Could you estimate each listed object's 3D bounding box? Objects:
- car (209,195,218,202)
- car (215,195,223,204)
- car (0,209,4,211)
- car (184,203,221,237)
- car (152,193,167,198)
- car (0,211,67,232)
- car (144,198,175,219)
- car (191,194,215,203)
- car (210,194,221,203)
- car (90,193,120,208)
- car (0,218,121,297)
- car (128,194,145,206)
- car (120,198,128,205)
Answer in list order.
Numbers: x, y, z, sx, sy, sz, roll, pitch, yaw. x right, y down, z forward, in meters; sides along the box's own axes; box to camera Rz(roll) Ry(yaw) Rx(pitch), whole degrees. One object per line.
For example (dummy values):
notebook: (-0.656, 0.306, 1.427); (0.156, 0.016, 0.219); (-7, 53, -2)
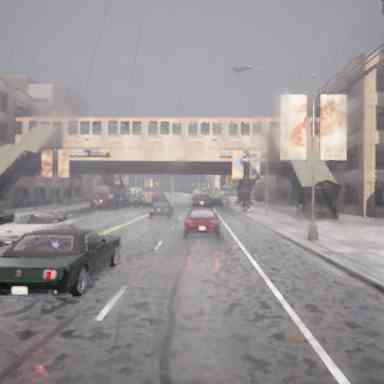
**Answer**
car: (5.246, 1.601, 81.663); (2.097, 1.535, 5.008); (0, 0, 1)
car: (4.869, 1.582, 64.466); (2.231, 1.521, 4.892); (0, 0, 11)
car: (-10.229, 1.414, 15.402); (1.882, 1.535, 5.008); (0, 0, 2)
car: (0.548, 1.548, 17.996); (1.812, 1.442, 4.674); (0, 0, 1)
car: (-5.482, 1.235, 56.113); (2.150, 2.045, 5.566); (0, 0, 3)
car: (-6.752, 1.564, 14.587); (1.895, 1.301, 4.718); (0, 0, 2)
car: (-2.634, 1.557, 29.715); (2.033, 1.411, 5.357); (0, 0, 2)
car: (1.063, 1.267, 36.739); (2.150, 2.045, 5.566); (0, 0, 1)
car: (5.206, 1.469, 75.237); (2.185, 1.767, 4.553); (0, 0, 1)
car: (-12.328, 1.180, 46.316); (2.435, 2.045, 5.566); (0, 0, 1)
car: (-3.204, 1.585, 8.526); (1.895, 1.301, 4.718); (0, 0, 1)
car: (-8.981, 1.512, 56.273); (1.812, 1.442, 4.674); (0, 0, 3)
car: (-12.170, 1.555, 53.710); (1.895, 1.301, 4.718); (0, 0, 1)
